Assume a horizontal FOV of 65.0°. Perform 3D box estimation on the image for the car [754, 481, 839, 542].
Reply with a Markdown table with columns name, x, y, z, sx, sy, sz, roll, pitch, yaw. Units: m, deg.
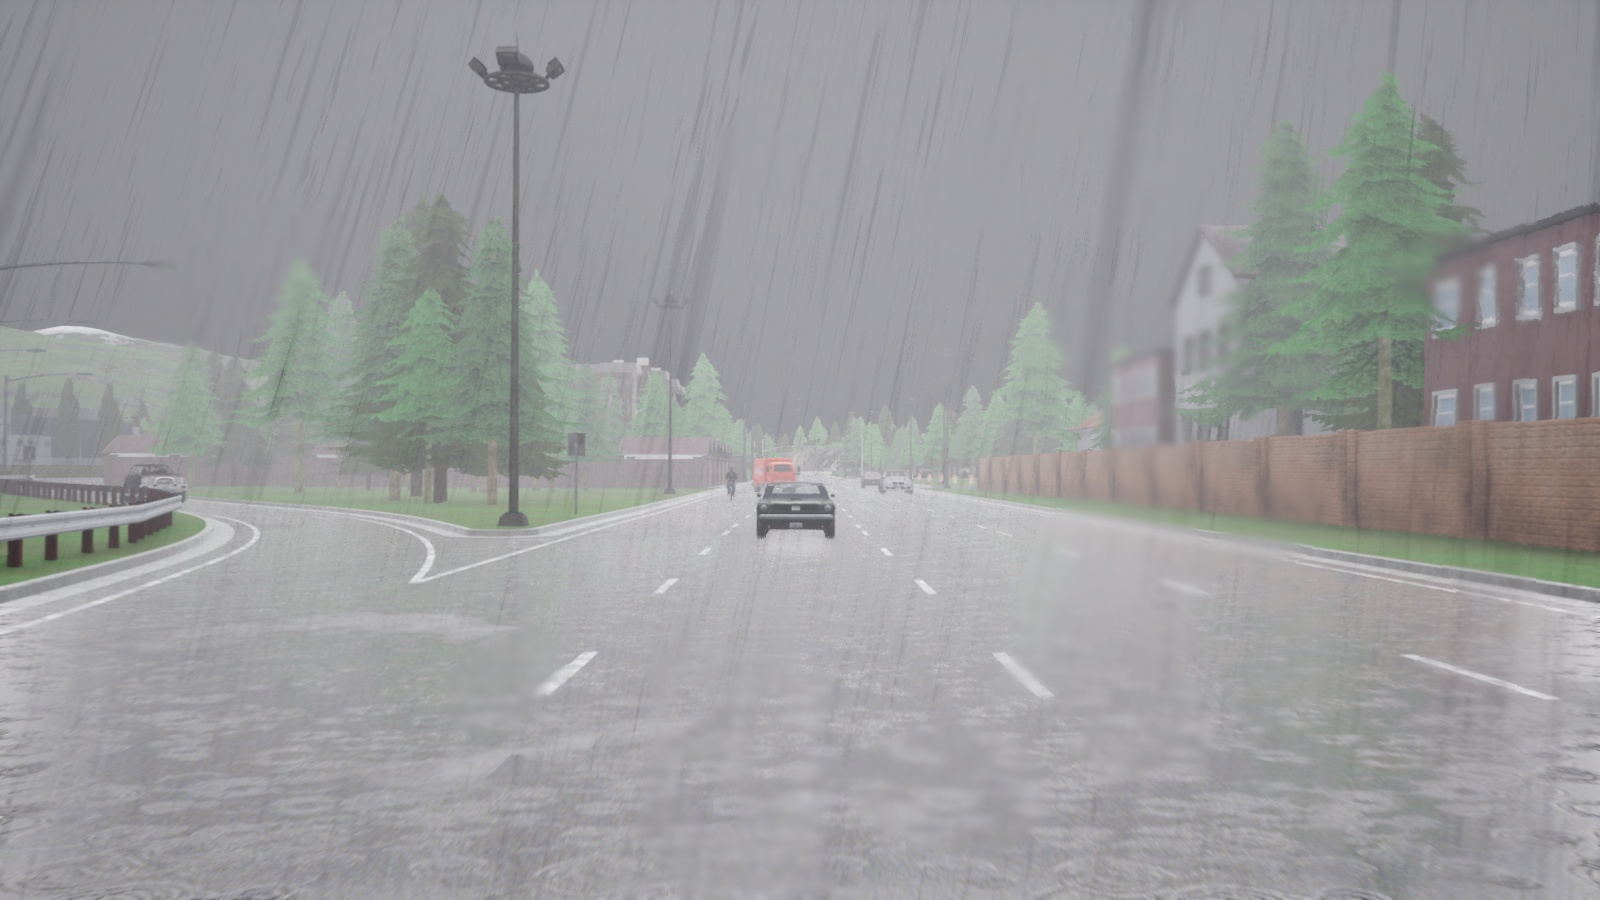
| name | x | y | z | sx | sy | sz | roll | pitch | yaw |
| --- | --- | --- | --- | --- | --- | --- | --- | --- | --- |
| car | -0.086 | 1.419 | 30.250 | 1.895 | 1.301 | 4.718 | 0 | -1 | 0 |

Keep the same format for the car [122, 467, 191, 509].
| name | x | y | z | sx | sy | sz | roll | pitch | yaw |
| --- | --- | --- | --- | --- | --- | --- | --- | --- | --- |
| car | -29.397 | 1.703 | 57.326 | 1.932 | 1.855 | 4.605 | 1 | -1 | -38 |

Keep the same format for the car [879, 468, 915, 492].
| name | x | y | z | sx | sy | sz | roll | pitch | yaw |
| --- | --- | --- | --- | --- | --- | --- | --- | --- | --- |
| car | 6.914 | 2.131 | 90.054 | 2.242 | 1.667 | 4.611 | 0 | -1 | 0 |

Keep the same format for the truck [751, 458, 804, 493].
| name | x | y | z | sx | sy | sz | roll | pitch | yaw |
| --- | --- | --- | --- | --- | --- | --- | --- | --- | --- |
| truck | -1.685 | 1.847 | 90.477 | 2.627 | 2.467 | 5.204 | 0 | -1 | -15 |
